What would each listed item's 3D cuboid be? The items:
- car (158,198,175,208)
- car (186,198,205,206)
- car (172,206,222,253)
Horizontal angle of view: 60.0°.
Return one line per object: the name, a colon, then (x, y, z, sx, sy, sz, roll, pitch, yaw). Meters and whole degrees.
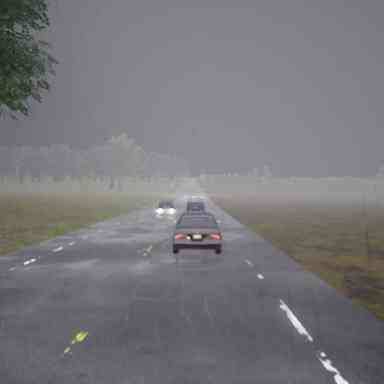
car: (-3.283, 1.397, 43.460, 1.895, 1.301, 4.718, 0, 1, 1)
car: (0.349, 1.350, 35.347, 1.882, 1.535, 5.008, 0, 0, 0)
car: (0.190, 1.520, 13.550, 2.033, 1.411, 5.357, 0, 0, 0)
